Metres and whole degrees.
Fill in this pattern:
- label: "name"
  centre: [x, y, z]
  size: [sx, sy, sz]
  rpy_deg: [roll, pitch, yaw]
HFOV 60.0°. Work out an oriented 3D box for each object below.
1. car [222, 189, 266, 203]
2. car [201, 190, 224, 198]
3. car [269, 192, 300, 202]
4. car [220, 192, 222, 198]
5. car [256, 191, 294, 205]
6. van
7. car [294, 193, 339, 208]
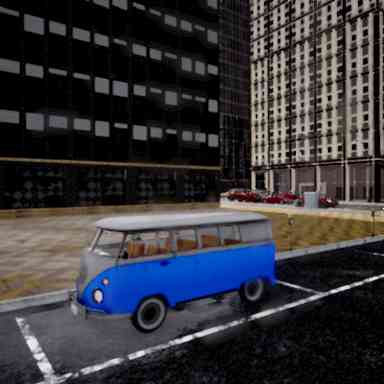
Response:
- label: "car"
  centre: [6.869, 0.510, 44.211]
  size: [2.192, 1.841, 5.009]
  rpy_deg: [1, 1, -36]
- label: "car"
  centre: [3.844, 0.366, 62.734]
  size: [1.947, 1.339, 4.313]
  rpy_deg: [1, 1, -36]
- label: "car"
  centre: [13.626, 0.705, 49.162]
  size: [1.802, 1.307, 4.206]
  rpy_deg: [1, 1, -36]
- label: "car"
  centre: [7.006, 0.430, 58.348]
  size: [1.752, 1.417, 4.829]
  rpy_deg: [1, 1, -36]
- label: "car"
  centre: [10.122, 0.884, 39.691]
  size: [1.802, 1.307, 4.206]
  rpy_deg: [1, 1, -36]
- label: "van"
  centre: [-0.148, 1.315, 6.463]
  size: [3.998, 1.788, 1.690]
  rpy_deg: [0, 0, -36]
- label: "car"
  centre: [13.385, 0.850, 35.168]
  size: [1.967, 1.590, 4.097]
  rpy_deg: [1, 1, -36]
